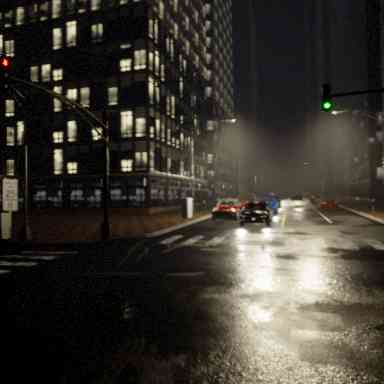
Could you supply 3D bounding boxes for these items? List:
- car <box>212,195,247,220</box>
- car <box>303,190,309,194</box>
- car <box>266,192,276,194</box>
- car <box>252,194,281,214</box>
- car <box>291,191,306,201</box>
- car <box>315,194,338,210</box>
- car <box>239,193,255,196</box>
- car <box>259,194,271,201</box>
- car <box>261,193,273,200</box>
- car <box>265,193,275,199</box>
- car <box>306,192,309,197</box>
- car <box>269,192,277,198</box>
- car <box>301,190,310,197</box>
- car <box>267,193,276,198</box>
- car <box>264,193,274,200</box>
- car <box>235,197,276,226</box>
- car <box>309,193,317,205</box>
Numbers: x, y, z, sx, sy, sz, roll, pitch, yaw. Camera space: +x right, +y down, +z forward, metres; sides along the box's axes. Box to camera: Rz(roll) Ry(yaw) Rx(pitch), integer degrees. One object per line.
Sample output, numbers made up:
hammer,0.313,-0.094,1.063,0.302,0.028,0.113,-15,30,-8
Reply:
car,2.818,1.283,25.989,1.967,1.590,4.097,0,1,17
car,28.372,0.668,82.449,1.887,1.381,4.507,0,1,17
car,9.882,1.125,40.663,1.882,1.535,5.008,-1,0,17
car,7.025,1.218,31.087,1.882,1.535,5.008,-1,0,16
car,18.967,0.958,60.068,1.994,1.385,4.181,-1,0,17
car,14.048,1.172,34.343,1.802,1.307,4.206,0,1,17
car,6.000,1.054,36.674,2.192,1.841,5.009,0,1,17
car,13.955,1.024,63.391,1.887,1.381,4.507,0,1,17
car,15.546,0.979,68.734,2.008,1.369,4.403,0,1,17
car,18.727,0.875,79.421,2.008,1.369,4.403,0,1,17
car,18.823,1.000,50.379,1.947,1.339,4.313,0,1,17
car,21.909,0.766,90.107,1.887,1.381,4.507,0,1,17
car,29.963,0.387,87.793,2.192,1.841,5.009,0,1,17
car,20.318,0.839,84.764,1.947,1.339,4.313,0,1,17
car,17.136,0.921,74.078,1.887,1.381,4.507,0,1,17
car,4.312,1.334,21.978,1.837,1.490,4.892,-1,0,17
car,17.280,1.010,45.197,1.752,1.417,4.829,0,1,17
